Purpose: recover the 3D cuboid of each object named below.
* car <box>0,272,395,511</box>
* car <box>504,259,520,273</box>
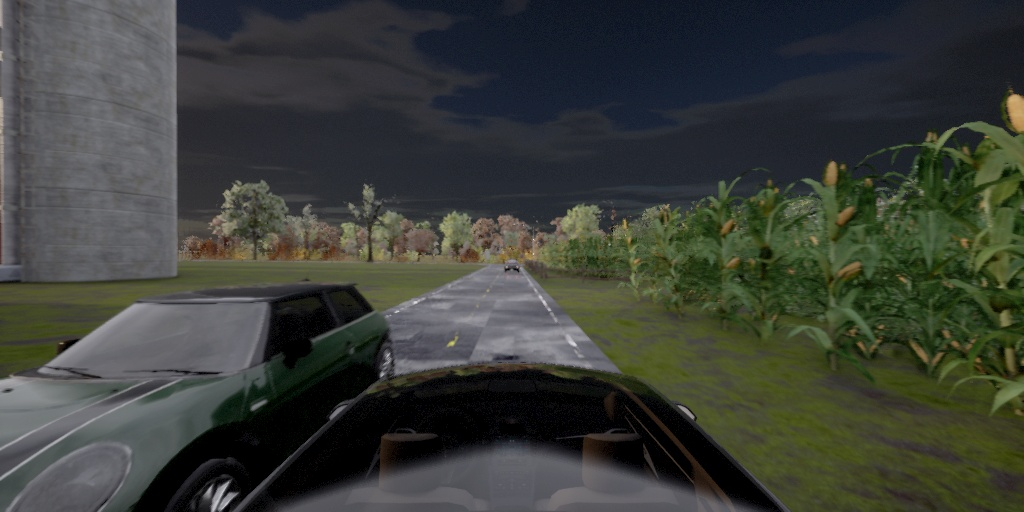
[{"bbox_3d":[-2.832,1.101,3.545,2.097,1.767,4.553,0,0,0],"label":"car"},{"bbox_3d":[-0.004,1.324,43.152,1.895,1.301,4.718,0,0,0],"label":"car"}]
